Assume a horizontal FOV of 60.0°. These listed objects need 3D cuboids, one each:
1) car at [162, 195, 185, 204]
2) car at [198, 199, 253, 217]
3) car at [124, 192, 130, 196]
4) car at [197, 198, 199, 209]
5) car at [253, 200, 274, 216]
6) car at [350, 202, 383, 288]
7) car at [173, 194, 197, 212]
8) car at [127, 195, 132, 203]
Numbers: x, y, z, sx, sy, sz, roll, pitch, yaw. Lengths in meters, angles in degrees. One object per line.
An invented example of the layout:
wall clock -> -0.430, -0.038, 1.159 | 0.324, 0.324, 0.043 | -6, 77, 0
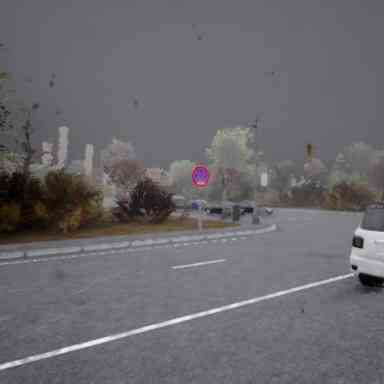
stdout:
car -> -3.485, 1.403, 62.421 | 2.128, 1.511, 4.902 | 0, 1, -33
car -> 3.101, 1.556, 31.993 | 2.128, 1.511, 4.902 | 0, 0, -33
car -> -12.533, 0.921, 69.389 | 2.150, 2.045, 5.566 | 0, 1, -37
car -> 1.067, 1.549, 41.806 | 1.882, 1.535, 5.008 | 0, 0, -32
car -> 6.133, 1.567, 33.775 | 2.128, 1.511, 4.902 | 0, 0, -32
car -> 6.082, 1.251, 8.125 | 5.566, 2.045, 2.150 | 0, 0, -37
car -> -2.136, 1.280, 40.328 | 2.150, 2.045, 5.566 | 0, 0, -32
car -> -7.475, 1.562, 48.782 | 1.994, 1.385, 4.181 | 0, 0, -33
